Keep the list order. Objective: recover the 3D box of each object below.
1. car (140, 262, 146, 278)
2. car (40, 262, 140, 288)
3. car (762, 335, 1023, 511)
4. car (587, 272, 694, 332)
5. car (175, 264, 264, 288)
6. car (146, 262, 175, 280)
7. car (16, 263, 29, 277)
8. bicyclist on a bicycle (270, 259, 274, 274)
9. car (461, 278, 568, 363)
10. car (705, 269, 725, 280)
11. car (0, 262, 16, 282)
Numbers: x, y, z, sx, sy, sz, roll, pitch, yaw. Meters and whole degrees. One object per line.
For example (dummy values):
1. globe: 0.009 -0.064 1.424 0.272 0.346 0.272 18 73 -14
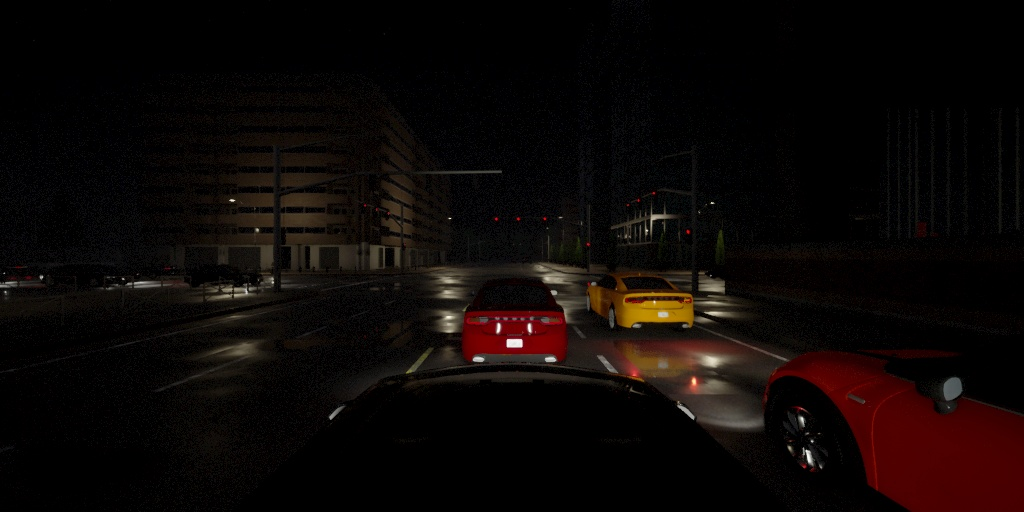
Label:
1. car: -32.186 1.353 27.724 5.357 1.411 2.033 0 0 0
2. car: -28.665 1.310 24.210 4.892 1.490 1.837 0 0 0
3. car: 3.600 1.102 1.772 2.097 1.767 4.553 0 0 0
4. car: 3.579 1.228 10.918 1.882 1.535 5.008 0 0 0
5. car: -19.425 1.331 24.192 4.674 1.442 1.812 0 0 0
6. car: -32.108 1.297 31.424 4.902 1.511 2.128 0 0 0
7. car: -50.342 1.297 34.947 4.902 1.511 2.128 0 0 1
8. bicyclist on a bicycle: -25.531 1.106 38.680 0.582 1.620 1.656 0 0 0
9. car: 0.060 1.228 8.144 1.882 1.535 5.008 0 0 0
10. car: 19.527 1.406 31.220 4.718 1.301 1.895 0 0 0
11. car: -42.245 1.331 27.780 4.674 1.442 1.812 0 0 0
